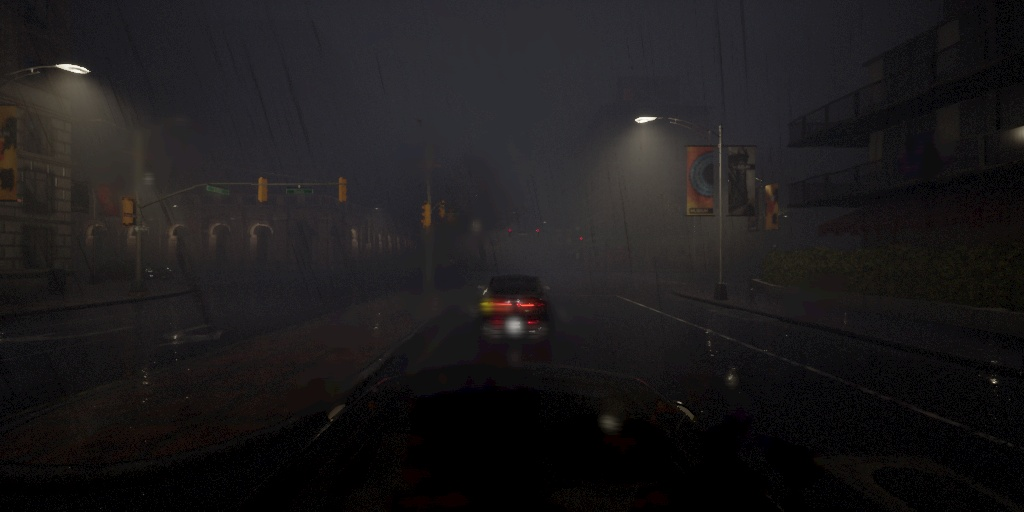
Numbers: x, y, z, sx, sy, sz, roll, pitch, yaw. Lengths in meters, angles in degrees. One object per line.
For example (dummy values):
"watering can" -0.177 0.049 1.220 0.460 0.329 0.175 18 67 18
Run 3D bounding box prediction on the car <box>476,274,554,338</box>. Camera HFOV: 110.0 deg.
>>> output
"car" 0.077 1.255 10.153 1.837 1.490 4.892 0 0 0

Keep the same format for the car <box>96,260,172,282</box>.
"car" -29.979 1.102 28.569 4.553 1.767 2.097 0 0 0

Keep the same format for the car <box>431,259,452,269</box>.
"car" -11.545 1.275 58.574 1.812 1.442 4.674 0 0 0

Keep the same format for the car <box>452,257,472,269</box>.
"car" -8.054 1.275 58.349 1.812 1.442 4.674 0 0 0
